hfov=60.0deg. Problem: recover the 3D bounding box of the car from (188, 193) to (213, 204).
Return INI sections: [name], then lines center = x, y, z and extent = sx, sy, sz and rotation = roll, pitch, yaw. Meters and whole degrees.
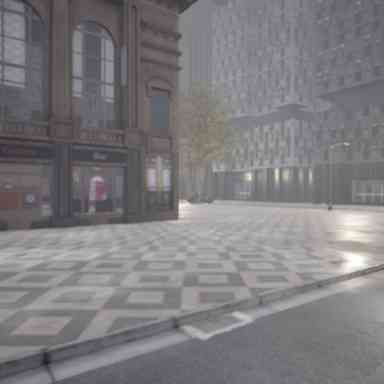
[car]
center = 1.490, 1.154, 60.585
extent = 2.150, 2.045, 5.566
rotation = 0, 0, -36
